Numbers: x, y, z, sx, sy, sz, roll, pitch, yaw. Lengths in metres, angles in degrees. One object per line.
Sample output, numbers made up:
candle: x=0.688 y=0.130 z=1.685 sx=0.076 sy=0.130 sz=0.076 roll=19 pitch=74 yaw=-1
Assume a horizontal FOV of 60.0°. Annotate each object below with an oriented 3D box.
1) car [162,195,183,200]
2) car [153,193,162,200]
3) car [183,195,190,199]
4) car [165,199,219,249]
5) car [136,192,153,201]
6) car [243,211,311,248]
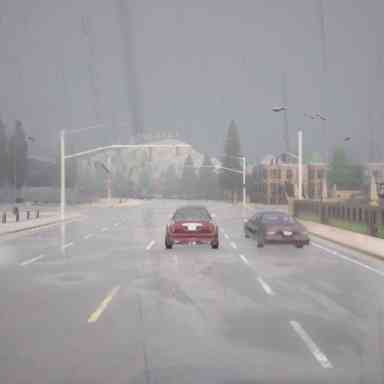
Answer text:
car: x=-5.267 y=1.509 z=89.752 sx=2.033 sy=1.411 sz=5.357 roll=0 pitch=0 yaw=-29
car: x=-10.505 y=1.497 z=91.675 sx=1.837 sy=1.490 sz=4.892 roll=0 pitch=0 yaw=-32
car: x=-2.369 y=1.507 z=91.748 sx=2.033 sy=1.411 sz=5.357 roll=0 pitch=0 yaw=-29
car: x=0.000 y=1.364 z=14.620 sx=2.097 sy=1.767 sz=4.553 roll=0 pitch=0 yaw=0
car: x=-13.251 y=1.223 z=89.492 sx=2.150 sy=2.045 sz=5.566 roll=0 pitch=0 yaw=-32
car: x=3.500 y=1.561 z=14.650 sx=2.033 sy=1.411 sz=5.357 roll=0 pitch=0 yaw=0
